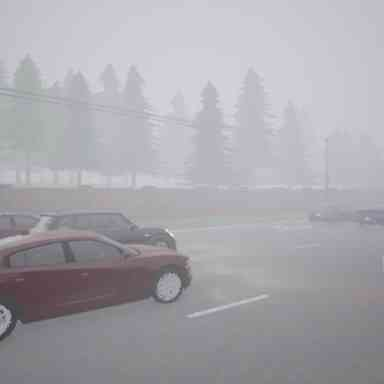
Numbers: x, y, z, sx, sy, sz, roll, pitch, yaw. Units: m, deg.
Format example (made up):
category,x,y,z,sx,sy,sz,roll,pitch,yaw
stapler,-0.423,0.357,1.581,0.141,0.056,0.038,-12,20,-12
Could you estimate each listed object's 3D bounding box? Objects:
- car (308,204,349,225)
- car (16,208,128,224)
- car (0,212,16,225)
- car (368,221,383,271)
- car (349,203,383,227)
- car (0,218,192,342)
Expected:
category,x,y,z,sx,sy,sz,roll,pitch,yaw
car,10.318,1.521,24.001,4.181,1.385,1.994,0,0,-35
car,-2.718,1.345,10.406,4.553,1.767,2.097,0,0,-35
car,-6.323,1.474,12.136,5.008,1.535,1.882,0,0,-35
car,6.630,1.506,8.473,4.674,1.442,1.812,0,0,-36
car,12.459,1.435,21.228,5.008,1.535,1.882,0,0,-35
car,-2.300,1.474,6.408,5.008,1.535,1.882,0,0,-35
